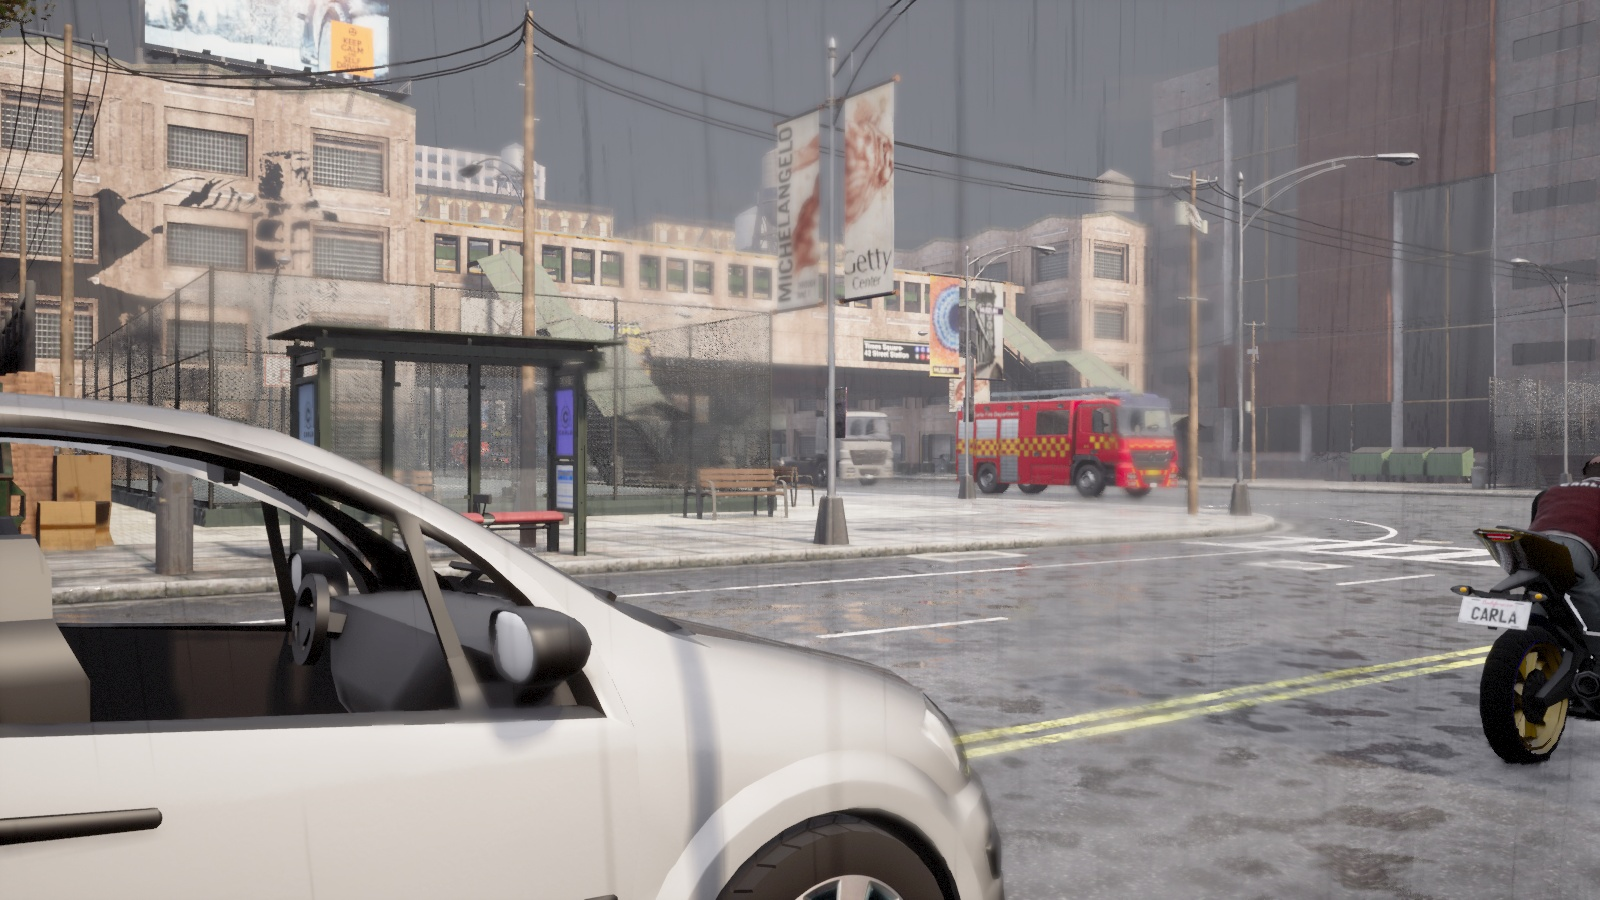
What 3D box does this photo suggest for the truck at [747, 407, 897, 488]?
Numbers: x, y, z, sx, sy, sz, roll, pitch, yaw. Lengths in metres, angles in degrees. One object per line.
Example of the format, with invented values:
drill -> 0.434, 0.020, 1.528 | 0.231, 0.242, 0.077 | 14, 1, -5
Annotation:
truck -> 0.875, -0.097, 58.085 | 2.891, 3.462, 7.936 | 0, 0, -34

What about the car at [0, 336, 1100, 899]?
car -> -1.441, 0.653, 2.657 | 3.988, 1.617, 1.851 | 0, 0, -35

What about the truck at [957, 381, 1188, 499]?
truck -> 9.599, -0.332, 45.343 | 2.891, 3.827, 8.468 | 0, 0, -34

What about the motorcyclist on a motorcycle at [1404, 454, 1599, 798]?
motorcyclist on a motorcycle -> 4.185, 0.787, 6.582 | 2.191, 1.530, 0.866 | 0, 0, -35
